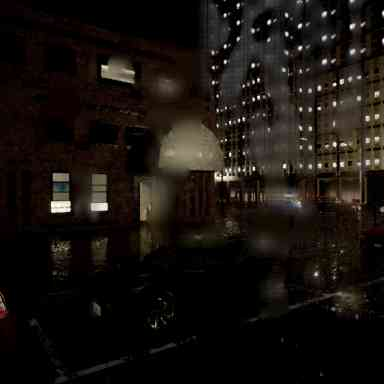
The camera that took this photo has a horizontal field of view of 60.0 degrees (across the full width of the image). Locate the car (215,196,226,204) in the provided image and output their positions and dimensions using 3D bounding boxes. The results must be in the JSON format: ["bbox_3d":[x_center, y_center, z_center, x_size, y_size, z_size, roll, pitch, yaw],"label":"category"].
[{"bbox_3d":[4.099,1.437,59.417,1.752,1.417,4.829,0,0,-35],"label":"car"}]

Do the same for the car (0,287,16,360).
[{"bbox_3d":[-4.268,1.440,3.526,4.097,1.590,1.967,0,0,-35],"label":"car"}]

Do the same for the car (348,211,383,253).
[{"bbox_3d":[8.045,1.543,12.440,4.507,1.381,1.887,0,0,-35],"label":"car"}]

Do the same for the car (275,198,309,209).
[{"bbox_3d":[13.689,1.514,45.632,1.802,1.307,4.206,0,0,-35],"label":"car"}]

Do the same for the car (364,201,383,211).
[{"bbox_3d":[20.017,1.499,36.535,2.008,1.369,4.403,0,0,-35],"label":"car"}]

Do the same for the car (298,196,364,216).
[{"bbox_3d":[13.136,1.308,31.748,2.192,1.841,5.009,0,0,-35],"label":"car"}]

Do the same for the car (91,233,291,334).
[{"bbox_3d":[0.199,1.565,6.774,4.313,1.339,1.947,0,0,-35],"label":"car"}]

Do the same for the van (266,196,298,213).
[{"bbox_3d":[9.972,1.326,36.297,1.690,1.788,3.998,0,0,-35],"label":"van"}]
